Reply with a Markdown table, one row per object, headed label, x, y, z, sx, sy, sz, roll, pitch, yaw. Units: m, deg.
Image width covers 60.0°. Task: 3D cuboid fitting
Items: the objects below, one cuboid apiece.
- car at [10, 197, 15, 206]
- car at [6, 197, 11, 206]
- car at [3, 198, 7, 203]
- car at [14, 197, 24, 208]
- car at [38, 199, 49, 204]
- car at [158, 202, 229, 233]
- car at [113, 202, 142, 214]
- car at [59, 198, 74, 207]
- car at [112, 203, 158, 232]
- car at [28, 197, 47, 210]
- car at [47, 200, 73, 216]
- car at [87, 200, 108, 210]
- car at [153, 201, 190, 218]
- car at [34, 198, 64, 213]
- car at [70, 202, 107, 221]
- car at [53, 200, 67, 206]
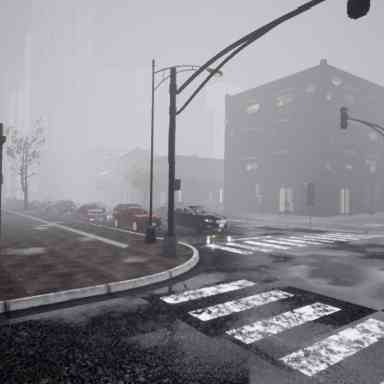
| label | x | y | z | sx | sy | sz | roll | pitch | yaw |
| --- | --- | --- | --- | --- | --- | --- | --- | --- | --- |
| car | -32.107 | 2.080 | 62.064 | 1.947 | 1.339 | 4.313 | 1 | -1 | -35 |
| car | -35.276 | 2.131 | 66.599 | 1.947 | 1.339 | 4.313 | 1 | -1 | -35 |
| car | -38.444 | 1.930 | 71.138 | 2.192 | 1.841 | 5.009 | 1 | -1 | -35 |
| car | -29.120 | 2.012 | 57.775 | 1.887 | 1.381 | 4.507 | 1 | -1 | -35 |
| car | -38.009 | 2.402 | 85.142 | 1.752 | 1.417 | 4.829 | 1 | -1 | -35 |
| car | 0.225 | 1.592 | 20.314 | 2.128 | 1.511 | 4.902 | 1 | -1 | -35 |
| car | -8.352 | 1.965 | 42.904 | 2.008 | 1.369 | 4.403 | 1 | -1 | -35 |
| car | -25.237 | 2.114 | 66.861 | 1.967 | 1.590 | 4.097 | 1 | -1 | -35 |
| car | -3.447 | 1.615 | 20.812 | 1.887 | 1.381 | 4.507 | 1 | -1 | -35 |
| car | -22.729 | 1.891 | 48.534 | 1.752 | 1.417 | 4.829 | 1 | -1 | -35 |
| car | -13.757 | 1.791 | 35.569 | 1.947 | 1.339 | 4.313 | 1 | -1 | -35 |
| car | -14.830 | 2.038 | 52.083 | 1.752 | 1.417 | 4.829 | 1 | -1 | -35 |
| car | -2.150 | 1.761 | 34.040 | 1.967 | 1.590 | 4.097 | 1 | -1 | -35 |
| car | -18.054 | 1.843 | 41.771 | 2.008 | 1.369 | 4.403 | 1 | -1 | -35 |
| car | -8.603 | 1.729 | 28.190 | 1.802 | 1.307 | 4.206 | 1 | -1 | -35 |
| car | -28.405 | 2.306 | 71.395 | 1.802 | 1.307 | 4.206 | 1 | -1 | -35 |
